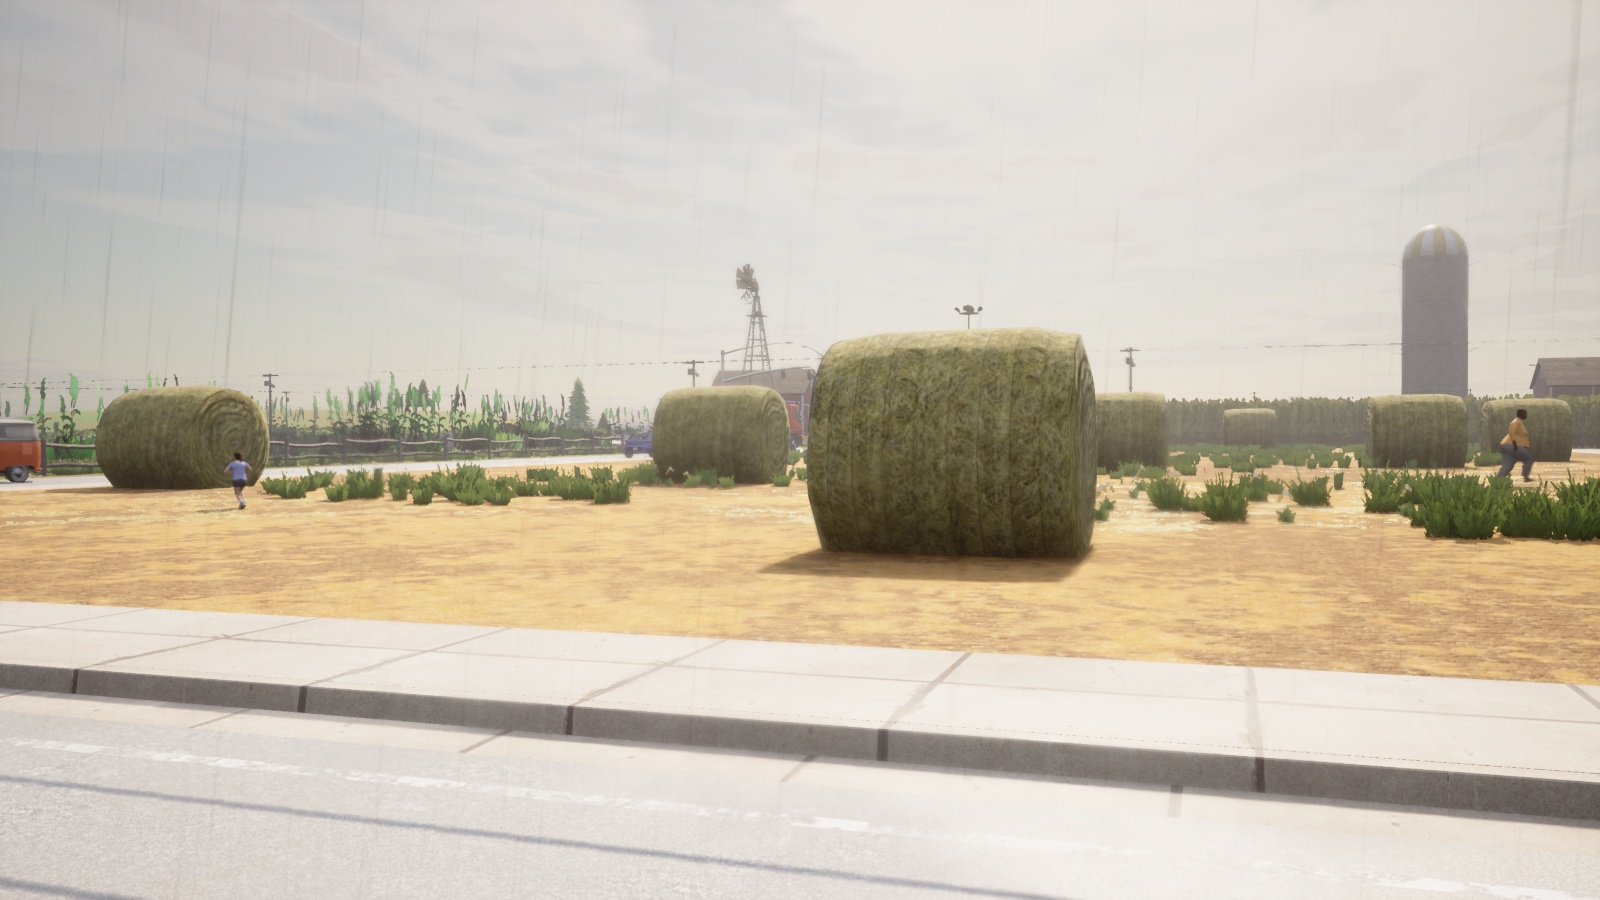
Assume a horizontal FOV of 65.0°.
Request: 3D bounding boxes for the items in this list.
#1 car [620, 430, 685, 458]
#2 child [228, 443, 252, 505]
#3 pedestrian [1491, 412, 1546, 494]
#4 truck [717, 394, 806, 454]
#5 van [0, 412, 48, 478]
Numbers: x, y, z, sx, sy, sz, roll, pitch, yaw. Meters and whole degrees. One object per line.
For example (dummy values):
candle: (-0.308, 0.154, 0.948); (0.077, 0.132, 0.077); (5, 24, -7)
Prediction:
car: (-8.255, -0.356, 70.618); (1.816, 1.474, 4.193); (1, 1, 21)
child: (-10.101, 0.428, 22.640); (0.394, 1.110, 0.255); (1, 1, 44)
pedestrian: (16.494, 0.052, 28.856); (0.900, 1.855, 0.874); (0, 1, 17)
truck: (-2.522, -1.747, 85.215); (2.891, 3.827, 8.468); (1, 1, 22)
van: (-25.037, -0.148, 37.330); (1.775, 1.987, 4.442); (1, 1, 21)
